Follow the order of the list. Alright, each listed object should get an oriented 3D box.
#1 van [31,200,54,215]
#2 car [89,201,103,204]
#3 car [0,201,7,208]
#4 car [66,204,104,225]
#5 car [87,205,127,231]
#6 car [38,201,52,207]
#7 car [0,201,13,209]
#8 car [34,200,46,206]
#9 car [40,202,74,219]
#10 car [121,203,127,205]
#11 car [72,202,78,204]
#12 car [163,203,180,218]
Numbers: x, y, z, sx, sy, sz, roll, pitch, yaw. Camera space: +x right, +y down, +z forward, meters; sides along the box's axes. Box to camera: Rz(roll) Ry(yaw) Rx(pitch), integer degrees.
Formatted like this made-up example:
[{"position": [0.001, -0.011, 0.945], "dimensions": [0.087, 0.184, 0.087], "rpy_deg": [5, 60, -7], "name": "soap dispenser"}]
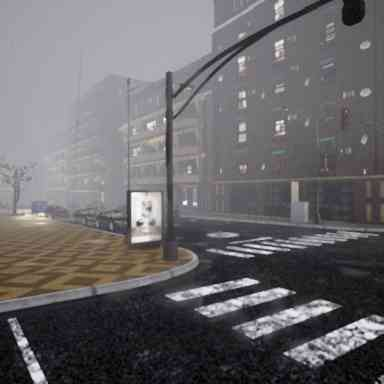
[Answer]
[{"position": [-19.677, 2.030, 43.104], "dimensions": [1.690, 1.788, 3.998], "rpy_deg": [-2, 0, -36], "name": "van"}, {"position": [-14.851, 2.109, 50.783], "dimensions": [1.967, 1.590, 4.097], "rpy_deg": [-2, 0, -36], "name": "car"}, {"position": [-44.513, 2.856, 77.430], "dimensions": [1.887, 1.381, 4.507], "rpy_deg": [-2, 0, -36], "name": "car"}, {"position": [-8.669, 1.964, 27.749], "dimensions": [2.008, 1.369, 4.403], "rpy_deg": [-2, 0, -36], "name": "car"}, {"position": [-5.401, 1.883, 23.239], "dimensions": [2.008, 1.369, 4.403], "rpy_deg": [-2, 0, -36], "name": "car"}, {"position": [-34.459, 2.726, 77.838], "dimensions": [1.947, 1.339, 4.313], "rpy_deg": [-2, 0, -36], "name": "car"}, {"position": [-37.977, 2.698, 68.411], "dimensions": [2.008, 1.369, 4.403], "rpy_deg": [-2, 0, -36], "name": "car"}, {"position": [-37.727, 2.787, 82.347], "dimensions": [1.887, 1.381, 4.507], "rpy_deg": [-2, 0, -36], "name": "car"}, {"position": [-14.752, 2.110, 36.221], "dimensions": [1.887, 1.381, 4.507], "rpy_deg": [-2, 0, -36], "name": "car"}, {"position": [-8.251, 2.087, 41.809], "dimensions": [1.802, 1.307, 4.206], "rpy_deg": [-2, 0, -36], "name": "car"}, {"position": [-21.387, 2.414, 59.800], "dimensions": [1.802, 1.307, 4.206], "rpy_deg": [-2, 0, -36], "name": "car"}, {"position": [-2.989, 1.814, 34.629], "dimensions": [1.967, 1.590, 4.097], "rpy_deg": [-2, 0, -36], "name": "car"}]
